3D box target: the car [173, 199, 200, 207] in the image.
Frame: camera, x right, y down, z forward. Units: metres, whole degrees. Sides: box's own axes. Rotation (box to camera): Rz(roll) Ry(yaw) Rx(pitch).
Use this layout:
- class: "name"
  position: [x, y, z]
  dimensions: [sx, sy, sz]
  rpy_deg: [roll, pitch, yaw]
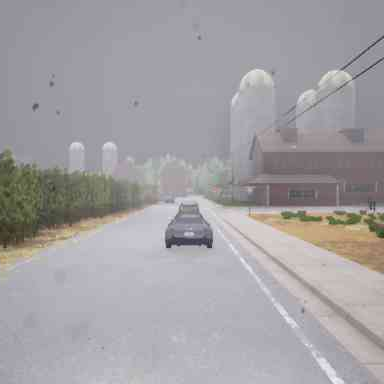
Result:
- class: "car"
  position: [-0.278, 1.494, 29.690]
  dimensions: [2.128, 1.511, 4.902]
  rpy_deg: [0, 0, -1]

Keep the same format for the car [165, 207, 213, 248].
- class: "car"
  position: [-0.130, 1.571, 14.691]
  dimensions: [1.994, 1.385, 4.181]
  rpy_deg: [0, 0, -1]

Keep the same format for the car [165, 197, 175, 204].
- class: "car"
  position: [-4.108, 1.601, 63.233]
  dimensions: [2.033, 1.411, 5.357]
  rpy_deg: [0, 0, -1]

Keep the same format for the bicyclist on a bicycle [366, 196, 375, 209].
- class: "bicyclist on a bicycle"
  position: [18.153, 1.272, 33.785]
  dimensions: [0.582, 1.620, 1.656]
  rpy_deg: [0, 0, -1]
